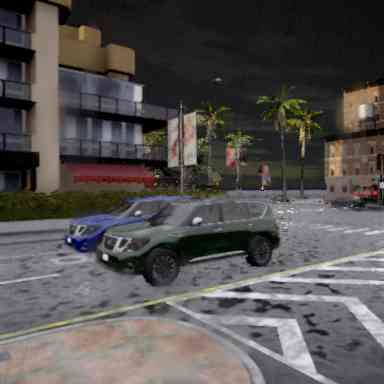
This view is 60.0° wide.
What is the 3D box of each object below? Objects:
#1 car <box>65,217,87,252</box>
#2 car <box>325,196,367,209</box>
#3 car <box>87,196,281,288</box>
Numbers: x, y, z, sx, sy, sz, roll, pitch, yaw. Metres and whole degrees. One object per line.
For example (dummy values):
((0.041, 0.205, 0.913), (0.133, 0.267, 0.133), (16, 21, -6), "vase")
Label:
((-1.781, 1.182, 12.517), (5.566, 2.045, 2.150), (-1, 1, -36), "car")
((18.863, 1.235, 41.061), (1.837, 1.490, 4.892), (0, 0, -34), "car")
((0.169, 1.183, 9.605), (5.566, 2.045, 2.150), (-1, 0, -35), "car")
